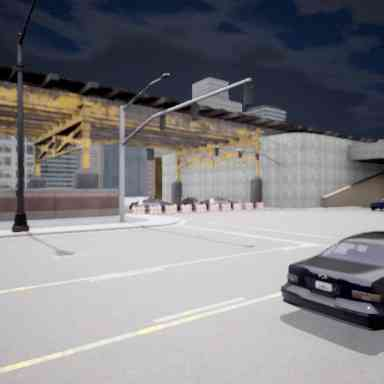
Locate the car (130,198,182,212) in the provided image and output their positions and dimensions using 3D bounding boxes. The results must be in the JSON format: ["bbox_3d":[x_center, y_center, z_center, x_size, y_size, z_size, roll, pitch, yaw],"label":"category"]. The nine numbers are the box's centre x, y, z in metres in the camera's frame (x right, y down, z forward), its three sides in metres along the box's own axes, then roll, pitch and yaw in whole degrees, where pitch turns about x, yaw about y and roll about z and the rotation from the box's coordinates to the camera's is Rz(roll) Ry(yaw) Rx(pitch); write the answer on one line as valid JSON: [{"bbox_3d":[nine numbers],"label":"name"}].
[{"bbox_3d":[-4.009,1.390,35.609,4.974,1.542,2.038,0,0,8],"label":"car"}]

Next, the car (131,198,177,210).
[{"bbox_3d":[-4.061,1.233,35.616,4.536,1.218,1.853,0,0,8],"label":"car"}]

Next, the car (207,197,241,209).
[{"bbox_3d":[3.595,1.197,42.046,4.536,1.218,1.853,0,0,-7],"label":"car"}]

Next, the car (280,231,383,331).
[{"bbox_3d":[4.122,1.522,6.701,5.357,1.411,2.033,0,0,-35],"label":"car"}]

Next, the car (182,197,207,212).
[{"bbox_3d":[-0.264,1.374,38.294,2.038,1.542,4.974,0,0,18],"label":"car"}]

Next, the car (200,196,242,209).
[{"bbox_3d":[3.647,1.354,42.053,4.974,1.542,2.038,0,0,-7],"label":"car"}]

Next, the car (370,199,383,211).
[{"bbox_3d":[22.273,1.457,37.928,4.718,1.301,1.895,0,0,-37],"label":"car"}]

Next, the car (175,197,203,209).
[{"bbox_3d":[-0.248,1.216,38.343,1.853,1.218,4.536,0,0,18],"label":"car"}]
